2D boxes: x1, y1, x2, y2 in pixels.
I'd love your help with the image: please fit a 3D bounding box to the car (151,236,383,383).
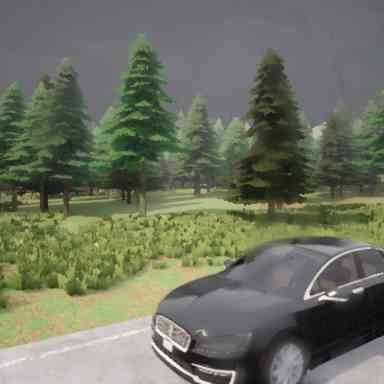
[{"bbox_3d":[1.747,1.507,5.130,4.892,1.490,1.837,0,0,-34],"label":"car"}]
